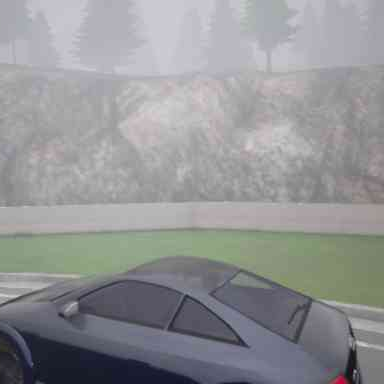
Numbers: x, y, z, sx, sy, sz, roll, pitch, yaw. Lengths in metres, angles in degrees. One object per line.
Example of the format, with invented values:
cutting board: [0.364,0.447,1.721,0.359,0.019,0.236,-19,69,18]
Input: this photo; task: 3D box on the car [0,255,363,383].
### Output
car: [-0.421,1.468,3.749,4.181,1.385,1.994,0,1,26]
